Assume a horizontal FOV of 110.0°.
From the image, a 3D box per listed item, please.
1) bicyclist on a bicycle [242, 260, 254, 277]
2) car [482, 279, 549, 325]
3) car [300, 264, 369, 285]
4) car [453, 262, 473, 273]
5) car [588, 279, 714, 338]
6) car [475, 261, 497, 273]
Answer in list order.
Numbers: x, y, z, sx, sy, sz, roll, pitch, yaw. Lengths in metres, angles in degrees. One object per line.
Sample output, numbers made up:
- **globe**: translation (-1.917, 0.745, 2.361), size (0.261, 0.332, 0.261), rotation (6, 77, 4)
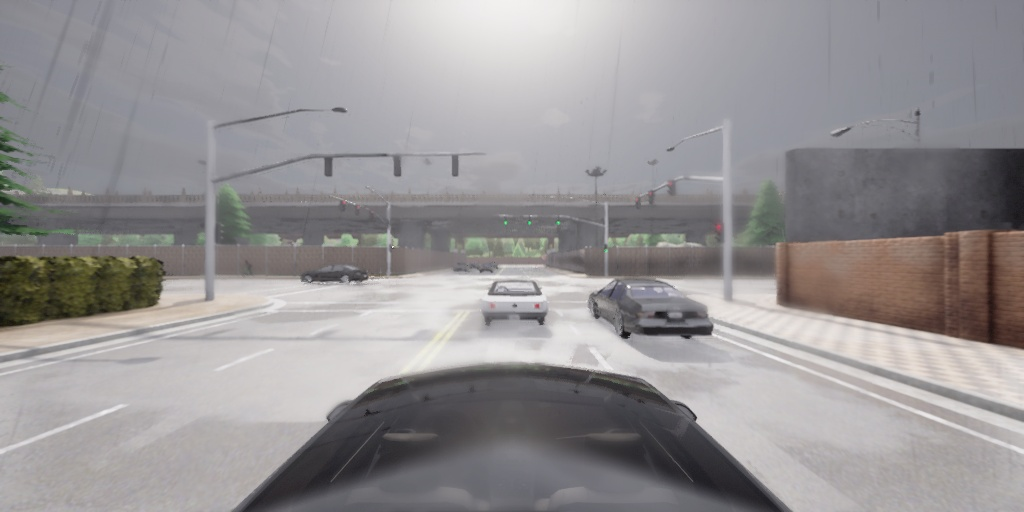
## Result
- **bicyclist on a bicycle**: translation (-25.801, 1.238, 35.039), size (0.582, 1.620, 1.656), rotation (0, 0, 0)
- **car**: translation (0.092, 1.426, 12.120), size (1.895, 1.301, 4.718), rotation (0, 0, 0)
- **car**: translation (-13.634, 1.369, 27.595), size (5.008, 1.535, 1.882), rotation (0, -1, 7)
- **car**: translation (-7.074, 1.609, 50.605), size (1.837, 1.490, 4.892), rotation (0, 0, 0)
- **car**: translation (3.588, 1.360, 10.350), size (2.033, 1.411, 5.357), rotation (0, 0, 0)
- **car**: translation (-3.576, 1.650, 50.355), size (2.033, 1.411, 5.357), rotation (0, 0, 0)
